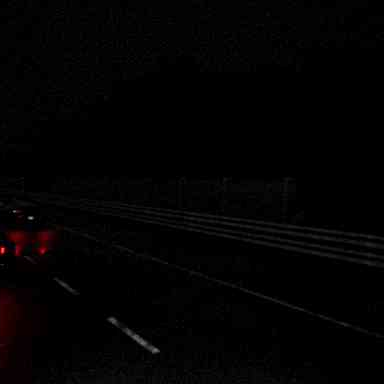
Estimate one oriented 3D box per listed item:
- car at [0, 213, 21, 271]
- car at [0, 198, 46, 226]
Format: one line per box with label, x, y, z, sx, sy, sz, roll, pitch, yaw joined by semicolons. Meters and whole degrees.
car;-6.346;1.289;9.080;1.895;1.301;4.718;3;0;-39
car;-9.687;1.062;18.815;1.812;1.442;4.674;3;0;-39
